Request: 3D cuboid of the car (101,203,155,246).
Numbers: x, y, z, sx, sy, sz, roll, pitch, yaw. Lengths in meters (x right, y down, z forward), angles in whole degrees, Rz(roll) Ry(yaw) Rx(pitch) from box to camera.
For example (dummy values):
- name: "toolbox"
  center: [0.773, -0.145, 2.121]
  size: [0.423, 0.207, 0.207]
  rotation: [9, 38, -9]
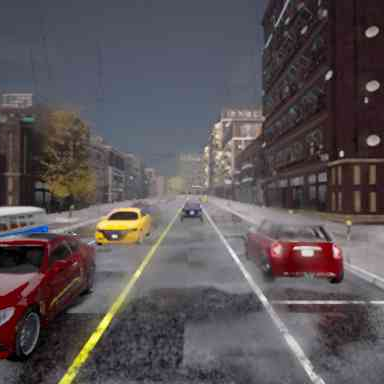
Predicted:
- name: "car"
  center: [-3.087, 1.503, 15.739]
  size: [1.882, 1.535, 5.008]
  rotation: [0, 0, 0]

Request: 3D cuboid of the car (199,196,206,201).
- name: "car"
  center: [2.707, 1.735, 89.336]
  size: [1.802, 1.307, 4.206]
  rotation: [1, 0, 0]

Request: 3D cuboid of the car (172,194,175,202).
- name: "car"
  center: [-5.674, 1.697, 77.903]
  size: [1.947, 1.339, 4.313]
  rotation: [1, 0, 0]

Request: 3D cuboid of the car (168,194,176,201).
- name: "car"
  center: [-5.668, 1.479, 94.963]
  size: [2.192, 1.841, 5.009]
  rotation: [1, 0, 0]

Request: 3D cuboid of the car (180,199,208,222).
- name: "car"
  center: [0.009, 1.591, 27.003]
  size: [2.033, 1.411, 5.357]
  rotation: [0, 0, 0]

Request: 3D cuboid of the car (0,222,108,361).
- name: "car"
  center: [-3.089, 1.536, 6.063]
  size: [1.812, 1.442, 4.674]
  rotation: [0, 0, 0]

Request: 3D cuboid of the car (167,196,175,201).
- name: "car"
  center: [-5.673, 1.719, 89.276]
  size: [1.947, 1.339, 4.313]
  rotation: [1, 0, 0]

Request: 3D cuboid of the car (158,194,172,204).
- name: "car"
  center: [-5.672, 1.551, 66.529]
  size: [1.967, 1.590, 4.097]
  rotation: [1, 0, 0]

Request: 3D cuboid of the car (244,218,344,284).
- name: "car"
  center: [2.706, 1.456, 9.723]
  size: [1.967, 1.590, 4.097]
  rotation: [1, 0, 0]

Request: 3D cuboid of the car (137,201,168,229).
- name: "car"
  center: [-2.999, 1.583, 22.351]
  size: [2.033, 1.411, 5.357]
  rotation: [0, 0, 0]

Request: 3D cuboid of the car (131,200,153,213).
- name: "car"
  center: [-5.675, 1.644, 38.096]
  size: [1.802, 1.307, 4.206]
  rotation: [1, 0, 0]

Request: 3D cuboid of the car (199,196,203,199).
- name: "car"
  center: [0.062, 1.635, 43.106]
  size: [1.994, 1.385, 4.181]
  rotation: [0, 0, 0]

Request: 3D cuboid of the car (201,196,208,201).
- name: "car"
  center: [2.707, 1.646, 72.446]
  size: [1.752, 1.417, 4.829]
  rotation: [1, 0, 0]

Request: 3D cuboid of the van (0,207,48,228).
- name: "van"
  center: [-5.672, 1.357, 9.663]
  size: [1.690, 1.788, 3.998]
  rotation: [1, 0, 0]
